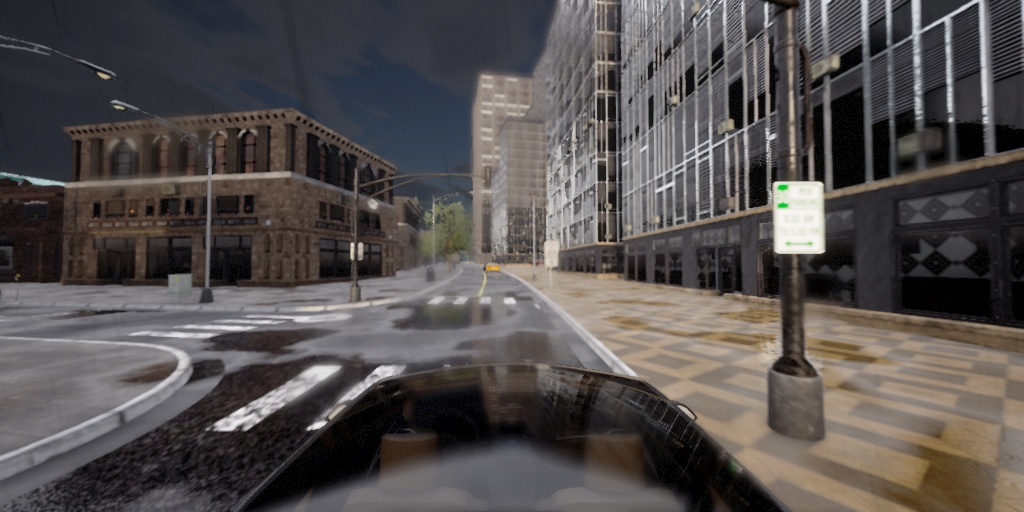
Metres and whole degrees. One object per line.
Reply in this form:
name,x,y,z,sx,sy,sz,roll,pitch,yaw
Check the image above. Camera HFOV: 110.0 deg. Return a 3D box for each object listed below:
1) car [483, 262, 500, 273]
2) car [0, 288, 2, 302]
car,-2.953,1.750,54.516,1.882,1.535,5.008,0,-1,-6
car,-24.045,1.530,15.092,4.403,1.370,2.007,0,0,10
